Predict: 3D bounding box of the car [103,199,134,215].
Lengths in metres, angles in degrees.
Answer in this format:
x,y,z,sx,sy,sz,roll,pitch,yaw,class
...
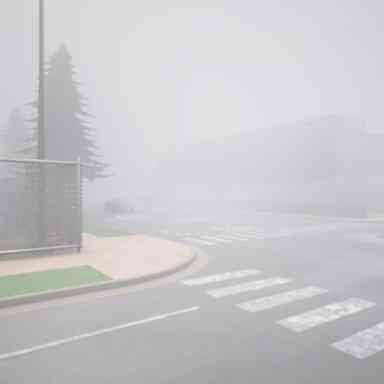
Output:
x,y,z,sx,sy,sz,roll,pitch,yaw,class
-7.760,1.505,34.972,2.128,1.511,4.902,0,0,-35,car
